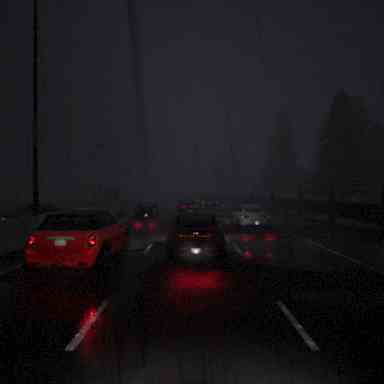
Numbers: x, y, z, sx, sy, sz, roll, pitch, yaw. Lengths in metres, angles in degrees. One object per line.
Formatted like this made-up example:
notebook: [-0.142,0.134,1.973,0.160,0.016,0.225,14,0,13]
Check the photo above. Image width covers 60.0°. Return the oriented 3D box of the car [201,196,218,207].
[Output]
car: [1.675,1.270,39.617,2.097,1.767,4.553,0,0,-10]

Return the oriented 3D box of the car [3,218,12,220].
car: [-10.673,1.497,22.551,2.033,1.411,5.357,0,0,-1]

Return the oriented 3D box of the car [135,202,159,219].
car: [-3.823,1.540,28.572,1.895,1.301,4.718,0,0,-5]

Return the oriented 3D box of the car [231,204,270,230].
car: [3.552,1.484,20.717,1.812,1.442,4.674,0,0,-1]

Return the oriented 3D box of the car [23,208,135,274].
car: [-3.378,1.328,10.684,2.097,1.767,4.553,0,0,0]

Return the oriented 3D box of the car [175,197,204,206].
car: [-0.522,1.428,30.343,2.128,1.511,4.902,0,0,-6]

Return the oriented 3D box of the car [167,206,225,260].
car: [0.125,1.479,12.247,1.837,1.490,4.892,0,0,0]
